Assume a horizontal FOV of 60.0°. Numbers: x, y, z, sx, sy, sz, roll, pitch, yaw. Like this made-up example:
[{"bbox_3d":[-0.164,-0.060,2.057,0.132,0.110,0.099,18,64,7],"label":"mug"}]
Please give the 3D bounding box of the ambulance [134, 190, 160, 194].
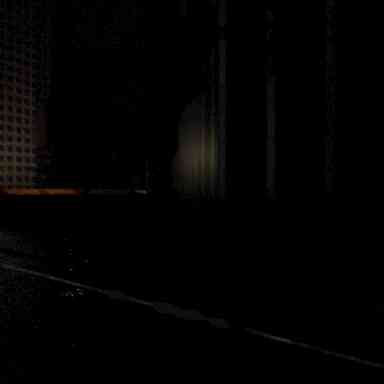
[{"bbox_3d":[-8.084,0.930,56.017,2.351,2.431,6.366,0,0,35],"label":"ambulance"}]
